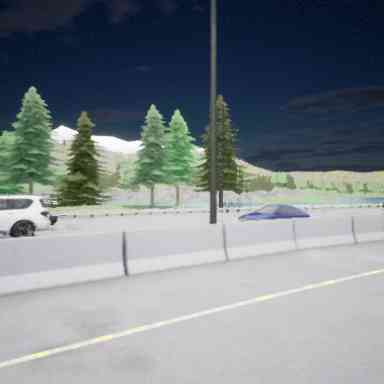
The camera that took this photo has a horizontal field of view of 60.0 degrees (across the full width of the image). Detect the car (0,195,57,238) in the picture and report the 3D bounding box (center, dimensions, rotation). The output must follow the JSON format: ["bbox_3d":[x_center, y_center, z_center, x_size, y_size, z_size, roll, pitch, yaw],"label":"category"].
[{"bbox_3d":[-9.199,1.169,14.510,5.566,2.045,2.150,0,0,-35],"label":"car"}]

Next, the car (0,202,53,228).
[{"bbox_3d":[-11.668,1.429,21.283,4.892,1.490,1.837,0,0,-34],"label":"car"}]

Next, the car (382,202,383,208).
[{"bbox_3d":[25.238,1.348,40.019,4.902,1.511,2.128,0,0,-20],"label":"car"}]

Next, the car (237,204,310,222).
[{"bbox_3d":[4.777,1.457,19.152,4.674,1.442,1.812,0,0,-29],"label":"car"}]
